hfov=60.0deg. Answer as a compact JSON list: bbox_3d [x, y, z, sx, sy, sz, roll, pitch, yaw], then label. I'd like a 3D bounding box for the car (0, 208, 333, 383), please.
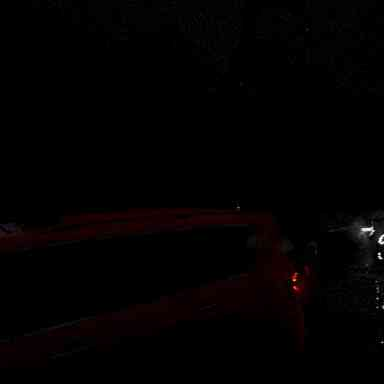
[{"bbox_3d":[-1.293,1.245,3.053,5.566,2.045,2.150,-1,0,-36],"label":"car"}]

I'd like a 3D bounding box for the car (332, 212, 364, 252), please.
[{"bbox_3d":[4.332,1.396,11.548,5.357,1.411,2.033,-2,1,-36],"label":"car"}]

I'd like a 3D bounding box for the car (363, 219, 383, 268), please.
[{"bbox_3d":[6.999,1.140,9.166,4.553,1.767,2.097,-2,1,-36],"label":"car"}]

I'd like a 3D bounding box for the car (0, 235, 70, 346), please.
[{"bbox_3d":[-4.336,1.643,5.153,4.181,1.385,1.994,-1,0,-36],"label":"car"}]
